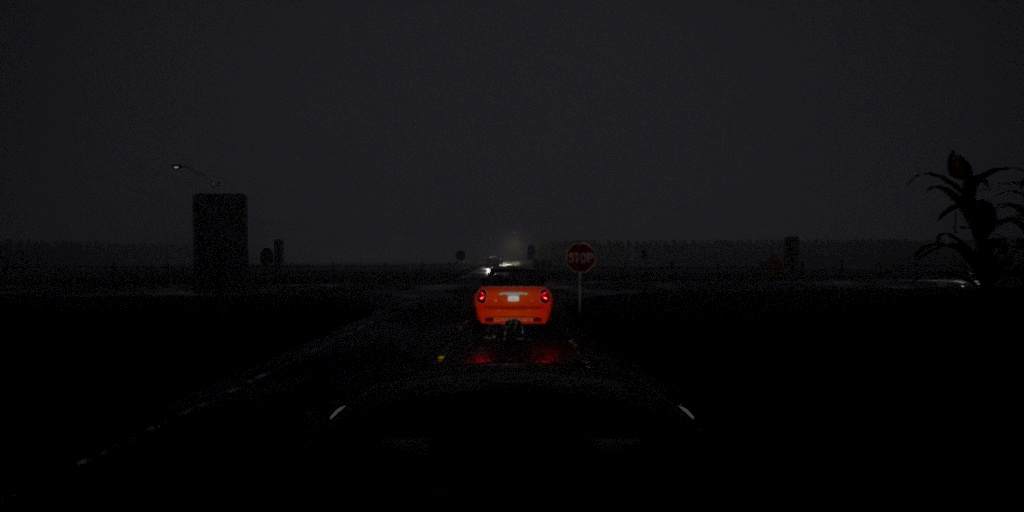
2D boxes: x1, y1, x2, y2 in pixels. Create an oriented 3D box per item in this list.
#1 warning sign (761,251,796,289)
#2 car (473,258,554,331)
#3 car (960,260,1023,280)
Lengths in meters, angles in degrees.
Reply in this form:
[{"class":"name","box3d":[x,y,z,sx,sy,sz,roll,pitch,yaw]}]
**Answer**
[{"class":"warning sign","box3d":[14.059,0.798,19.261,1.060,1.860,1.300,0,0,-6]},{"class":"car","box3d":[0.053,1.058,11.001,2.097,1.767,4.553,0,0,0]},{"class":"car","box3d":[37.476,1.053,27.695,4.902,1.511,2.128,0,1,-8]}]
